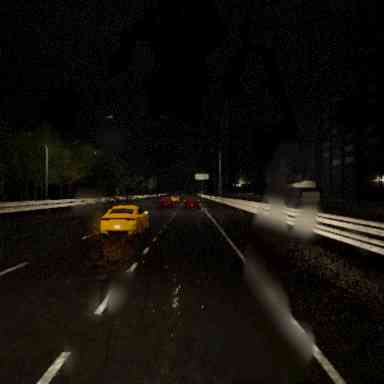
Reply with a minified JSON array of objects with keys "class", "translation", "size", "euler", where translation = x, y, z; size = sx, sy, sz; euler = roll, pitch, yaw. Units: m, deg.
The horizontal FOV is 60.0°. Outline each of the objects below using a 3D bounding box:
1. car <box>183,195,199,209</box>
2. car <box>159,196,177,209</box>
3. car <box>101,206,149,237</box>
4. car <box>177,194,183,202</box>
[{"class":"car","translation":[-0.004,1.538,45.959],"size":[1.882,1.535,5.008],"euler":[0,0,0]},{"class":"car","translation":[-3.615,1.544,47.789],"size":[1.882,1.535,5.008],"euler":[0,0,0]},{"class":"car","translation":[-3.518,1.489,18.137],"size":[1.882,1.535,5.008],"euler":[0,0,0]},{"class":"car","translation":[-3.806,1.631,77.836],"size":[1.882,1.535,5.008],"euler":[0,0,0]}]
